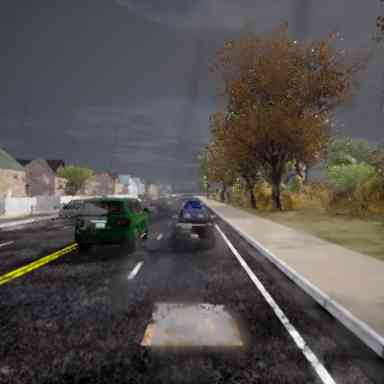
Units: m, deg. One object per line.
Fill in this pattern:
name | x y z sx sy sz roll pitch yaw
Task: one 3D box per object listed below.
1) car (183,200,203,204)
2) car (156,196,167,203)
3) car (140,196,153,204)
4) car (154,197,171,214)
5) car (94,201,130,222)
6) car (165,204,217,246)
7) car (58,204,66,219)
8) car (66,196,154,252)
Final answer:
car | 0.097 1.530 33.676 1.882 1.535 5.008 0 0 0
car | -6.490 1.673 71.288 1.994 1.385 4.181 0 0 0
car | -9.739 1.646 71.287 2.128 1.511 4.902 0 0 0
car | -3.147 1.541 31.958 2.128 1.511 4.902 0 0 0
car | -6.593 1.547 27.885 1.837 1.490 4.892 0 0 0
car | 0.100 1.513 15.456 2.128 1.511 4.902 0 0 0
car | -9.842 1.396 28.924 2.097 1.767 4.553 0 0 0
car | -3.148 1.241 14.118 2.150 2.045 5.566 0 0 0
